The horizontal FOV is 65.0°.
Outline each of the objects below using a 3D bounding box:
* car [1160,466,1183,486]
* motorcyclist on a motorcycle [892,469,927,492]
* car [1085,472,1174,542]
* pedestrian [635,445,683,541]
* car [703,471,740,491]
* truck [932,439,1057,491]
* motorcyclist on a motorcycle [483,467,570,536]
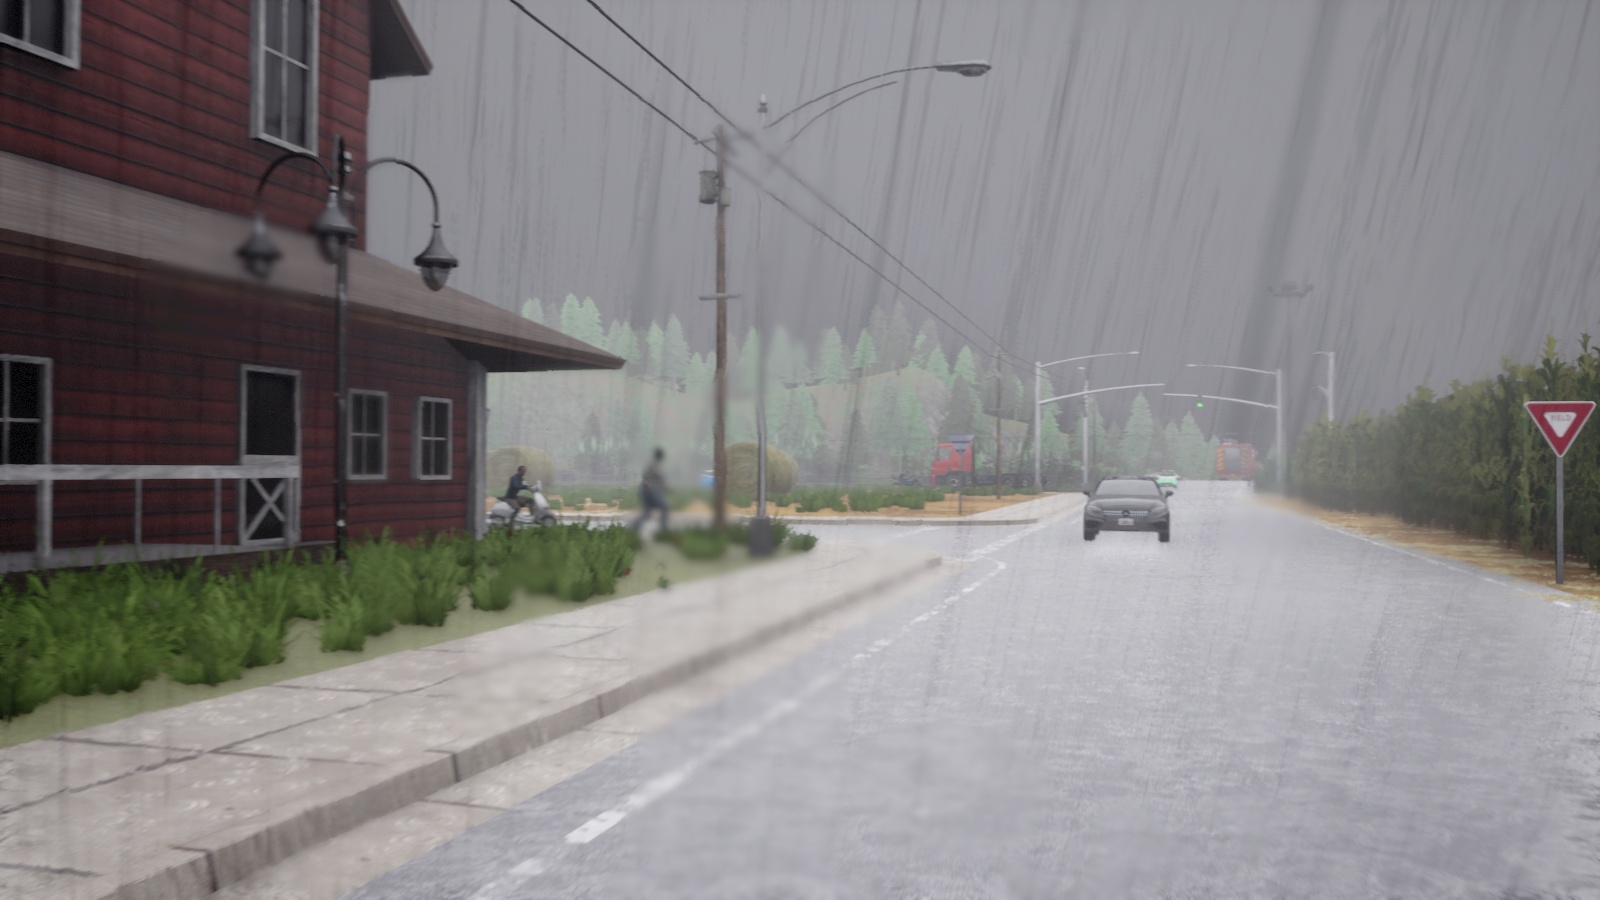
[{"bbox_3d":[27.910,1.938,94.248,1.481,1.376,2.207,-1,2,21],"label":"car"},{"bbox_3d":[7.403,2.070,84.662,2.191,1.530,0.866,0,-1,19],"label":"motorcyclist on a motorcycle"},{"bbox_3d":[7.590,1.242,28.782,1.812,1.442,4.674,0,-1,16],"label":"car"},{"bbox_3d":[-2.770,0.832,24.755,0.900,1.855,0.874,0,-1,-4],"label":"pedestrian"},{"bbox_3d":[-5.556,2.200,89.092,2.207,1.376,1.481,-1,-1,19],"label":"car"},{"bbox_3d":[13.336,1.057,86.172,7.936,3.462,2.891,-1,-1,27],"label":"truck"},{"bbox_3d":[-6.514,1.214,29.949,1.817,1.590,0.866,0,-1,15],"label":"motorcyclist on a motorcycle"}]
